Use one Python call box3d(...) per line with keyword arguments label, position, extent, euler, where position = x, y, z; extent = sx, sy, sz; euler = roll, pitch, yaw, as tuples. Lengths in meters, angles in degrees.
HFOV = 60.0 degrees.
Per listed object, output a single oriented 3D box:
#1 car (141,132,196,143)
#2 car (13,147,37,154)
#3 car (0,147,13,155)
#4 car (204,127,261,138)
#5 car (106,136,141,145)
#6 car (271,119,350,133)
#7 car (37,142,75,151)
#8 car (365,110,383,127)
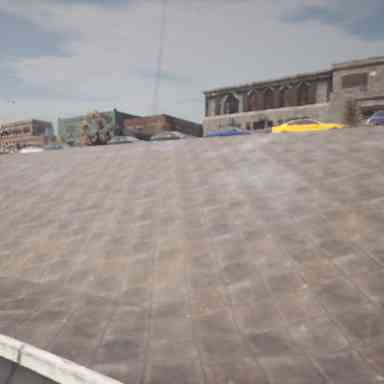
box3d(label="car", position=(-1.528, -4.325, 28.043), extent=(4.892, 1.521, 2.231), euler=(2, 1, 35))
box3d(label="car", position=(-19.393, -4.810, 40.794), extent=(4.674, 1.452, 2.002), euler=(2, 1, 36))
box3d(label="car", position=(-24.008, -5.107, 44.090), extent=(4.553, 1.767, 2.185), euler=(2, 1, 36))
box3d(label="car", position=(3.048, -4.126, 24.912), extent=(4.674, 1.452, 2.002), euler=(2, 1, 34))
box3d(label="car", position=(-6.023, -4.467, 31.243), extent=(4.892, 1.521, 2.231), euler=(2, 1, 36))
box3d(label="car", position=(7.693, -4.001, 21.879), extent=(5.008, 1.535, 2.097), euler=(2, 1, 33))
box3d(label="car", position=(-14.922, -4.849, 37.599), extent=(4.553, 1.767, 2.185), euler=(2, 1, 36))
box3d(label="car", position=(12.382, -3.963, 18.957), extent=(4.553, 1.767, 2.185), euler=(2, 1, 32))
